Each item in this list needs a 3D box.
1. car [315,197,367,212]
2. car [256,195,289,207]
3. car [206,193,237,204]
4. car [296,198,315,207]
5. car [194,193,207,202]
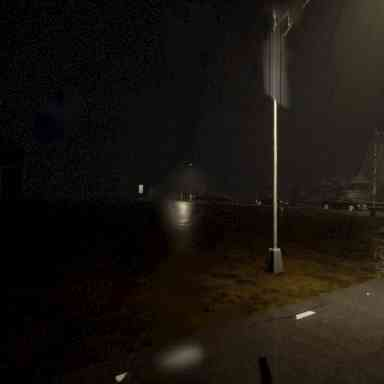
[{"bbox_3d":[16.400,1.292,36.148,1.837,1.490,4.892,2,0,-35],"label":"car"},{"bbox_3d":[10.653,1.177,44.268,1.837,1.490,4.892,2,0,-35],"label":"car"},{"bbox_3d":[4.891,1.174,52.417,1.895,1.301,4.718,2,-1,-35],"label":"car"},{"bbox_3d":[15.906,1.420,43.211,1.895,1.301,4.718,2,0,-35],"label":"car"},{"bbox_3d":[2.287,0.950,62.494,2.097,1.767,4.553,2,-1,-35],"label":"car"}]
